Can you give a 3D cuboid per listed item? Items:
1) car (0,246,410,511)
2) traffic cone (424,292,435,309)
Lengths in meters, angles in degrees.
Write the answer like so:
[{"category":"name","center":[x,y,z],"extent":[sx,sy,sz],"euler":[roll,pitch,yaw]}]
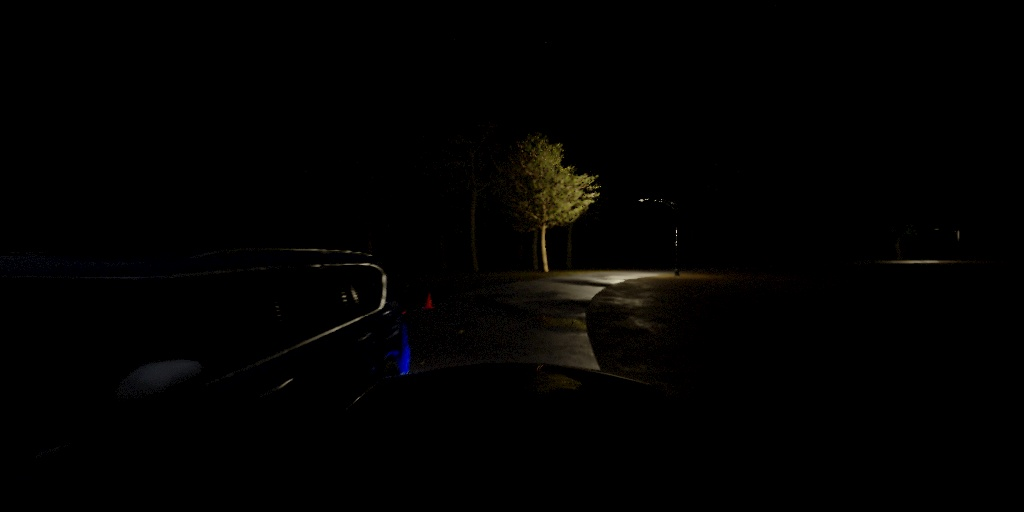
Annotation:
[{"category":"car","center":[-2.380,0.947,2.185],"extent":[2.150,2.045,5.566],"euler":[0,0,2]},{"category":"traffic cone","center":[-3.093,1.648,13.366],"extent":[0.340,0.580,0.340],"euler":[0,0,12]}]
